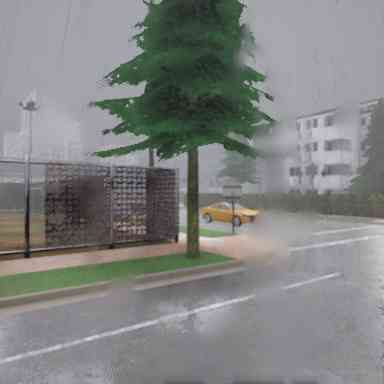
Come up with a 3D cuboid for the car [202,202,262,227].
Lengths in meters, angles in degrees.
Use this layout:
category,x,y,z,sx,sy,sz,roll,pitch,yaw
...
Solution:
category,x,y,z,sx,sy,sz,roll,pitch,yaw
car,2.729,1.494,23.535,1.882,1.535,5.008,0,0,-35
